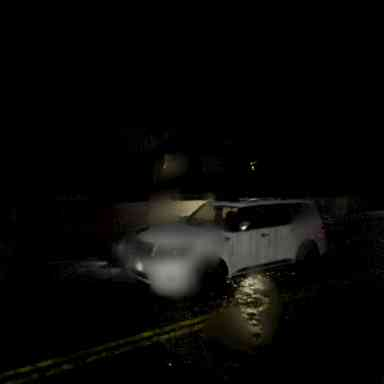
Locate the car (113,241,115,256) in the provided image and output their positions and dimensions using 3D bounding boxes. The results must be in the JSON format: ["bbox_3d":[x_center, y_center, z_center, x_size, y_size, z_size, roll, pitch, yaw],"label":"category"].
[{"bbox_3d":[-0.518,1.524,11.310,4.181,1.385,1.994,0,0,-36],"label":"car"}]

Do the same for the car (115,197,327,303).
[{"bbox_3d":[1.163,1.184,8.517,5.566,2.045,2.150,0,0,-36],"label":"car"}]
